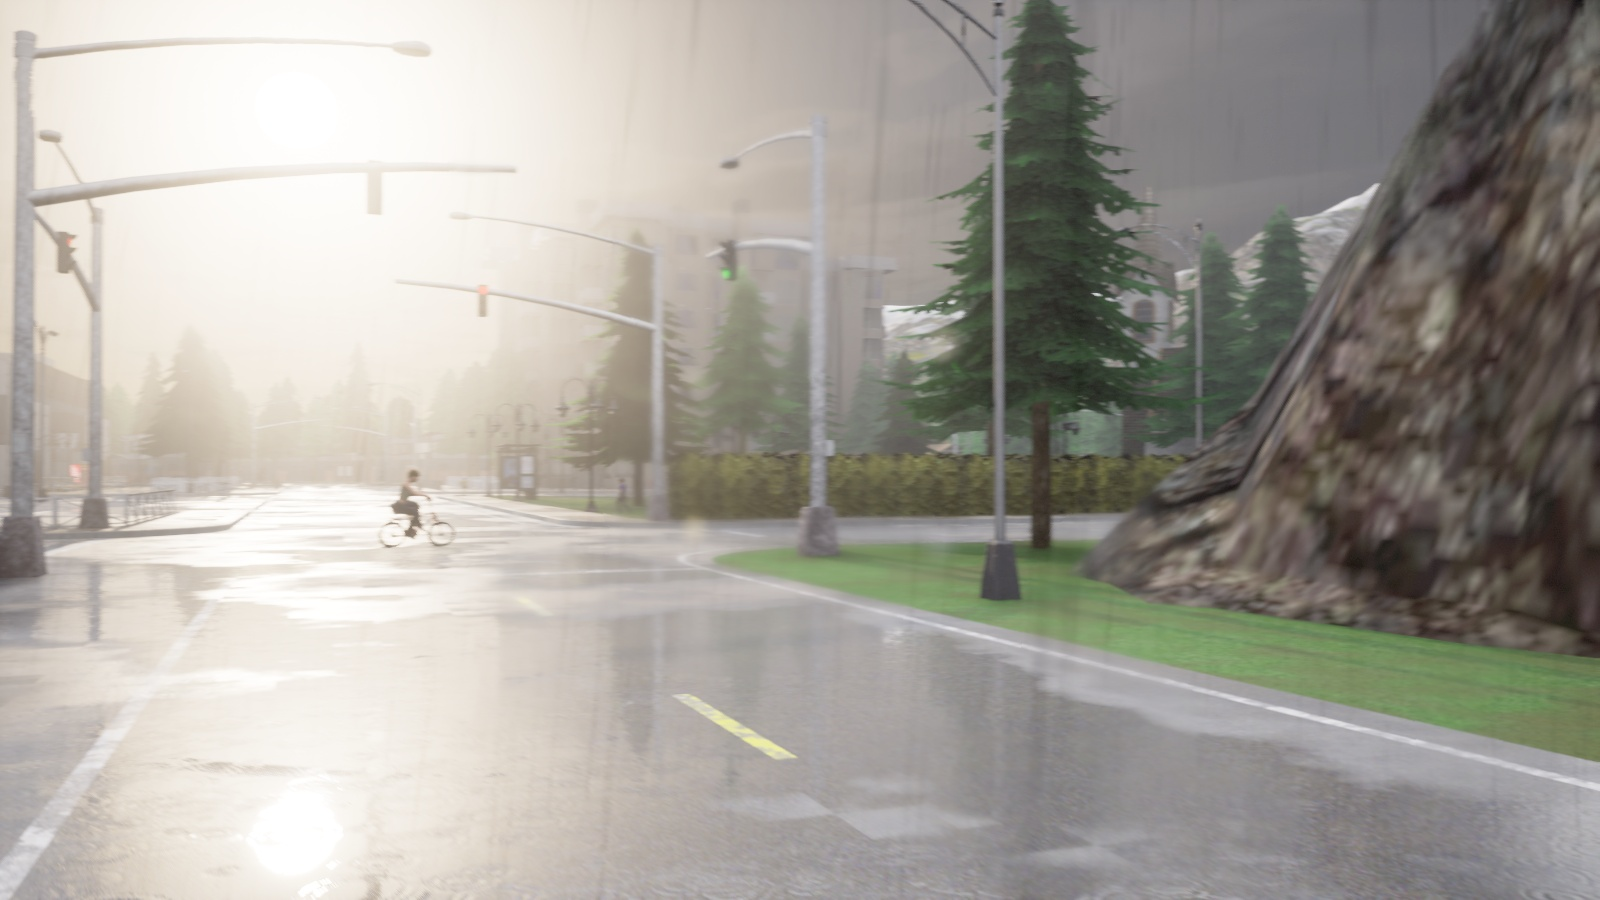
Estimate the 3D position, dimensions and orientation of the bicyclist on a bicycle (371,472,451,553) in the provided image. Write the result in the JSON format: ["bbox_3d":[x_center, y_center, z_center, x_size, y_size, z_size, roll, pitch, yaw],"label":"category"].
[{"bbox_3d":[-7.967,1.261,25.696,1.509,1.612,0.866,0,-1,-21],"label":"bicyclist on a bicycle"}]

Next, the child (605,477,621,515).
[{"bbox_3d":[-6.229,1.518,41.807,0.437,1.263,0.270,-1,-1,31],"label":"child"}]
